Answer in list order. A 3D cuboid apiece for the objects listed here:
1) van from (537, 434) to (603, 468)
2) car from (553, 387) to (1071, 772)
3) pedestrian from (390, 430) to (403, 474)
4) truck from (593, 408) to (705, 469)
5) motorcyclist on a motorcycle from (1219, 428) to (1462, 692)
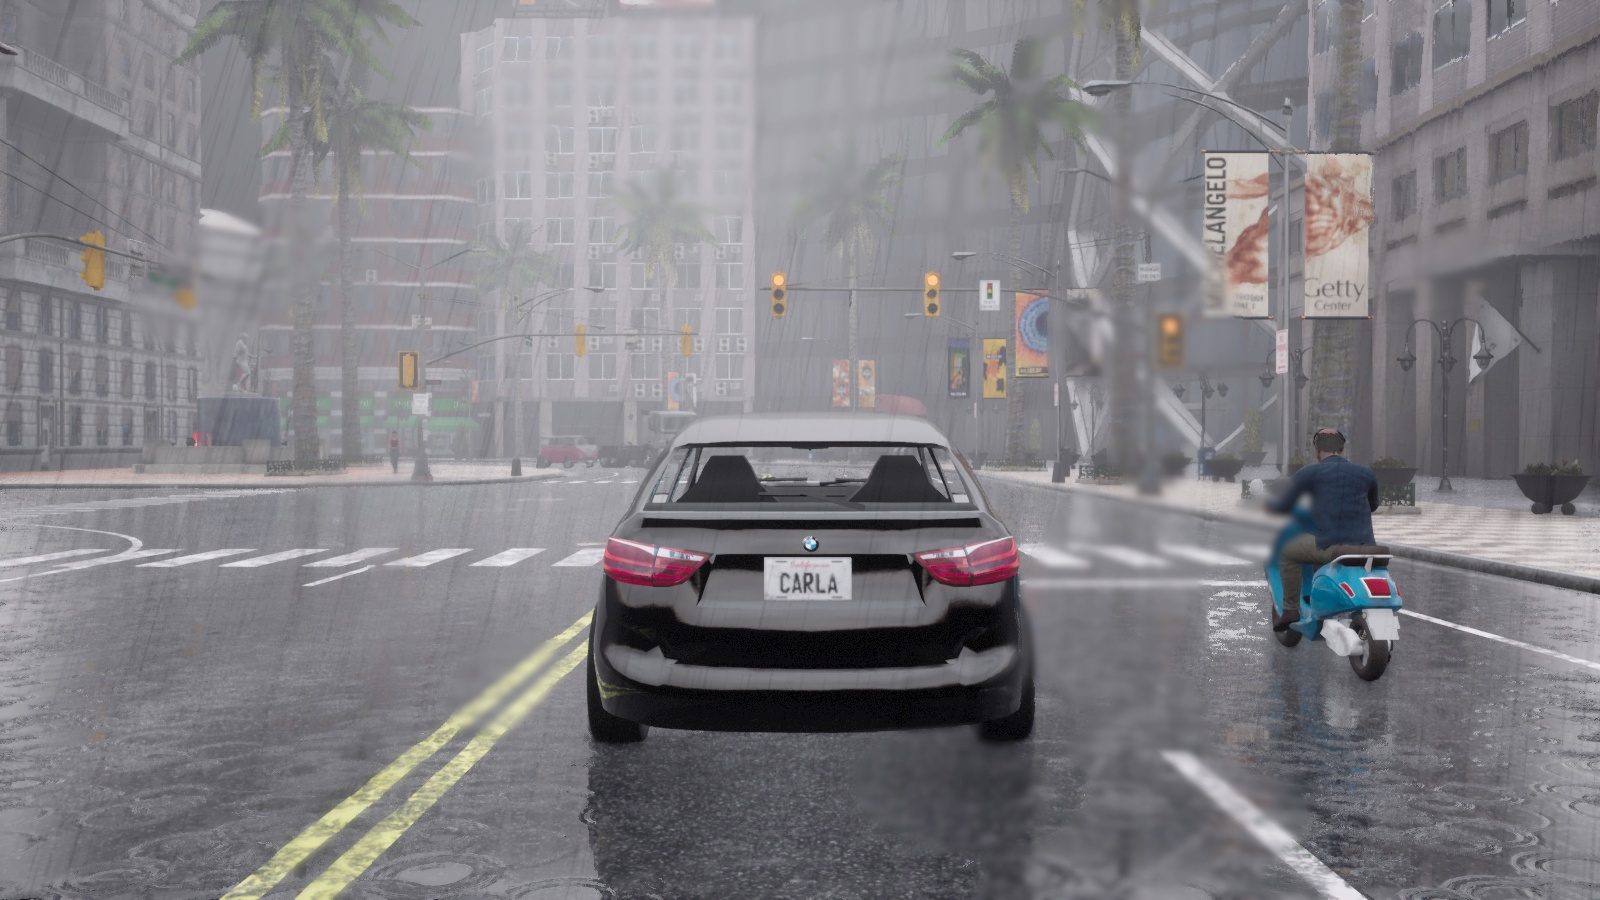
[{"bbox_3d":[-13.785,0.065,75.044,1.775,1.987,4.442,0,0,-43],"label":"van"},{"bbox_3d":[0.062,0.547,7.745,2.242,1.667,4.611,0,0,0],"label":"car"},{"bbox_3d":[-16.979,0.091,52.828,0.345,1.836,0.594,0,0,-1],"label":"pedestrian"},{"bbox_3d":[-9.085,-0.665,74.757,2.891,3.462,7.936,0,0,-38],"label":"truck"},{"bbox_3d":[3.552,0.655,8.461,0.866,1.590,1.817,0,0,1],"label":"motorcyclist on a motorcycle"}]
